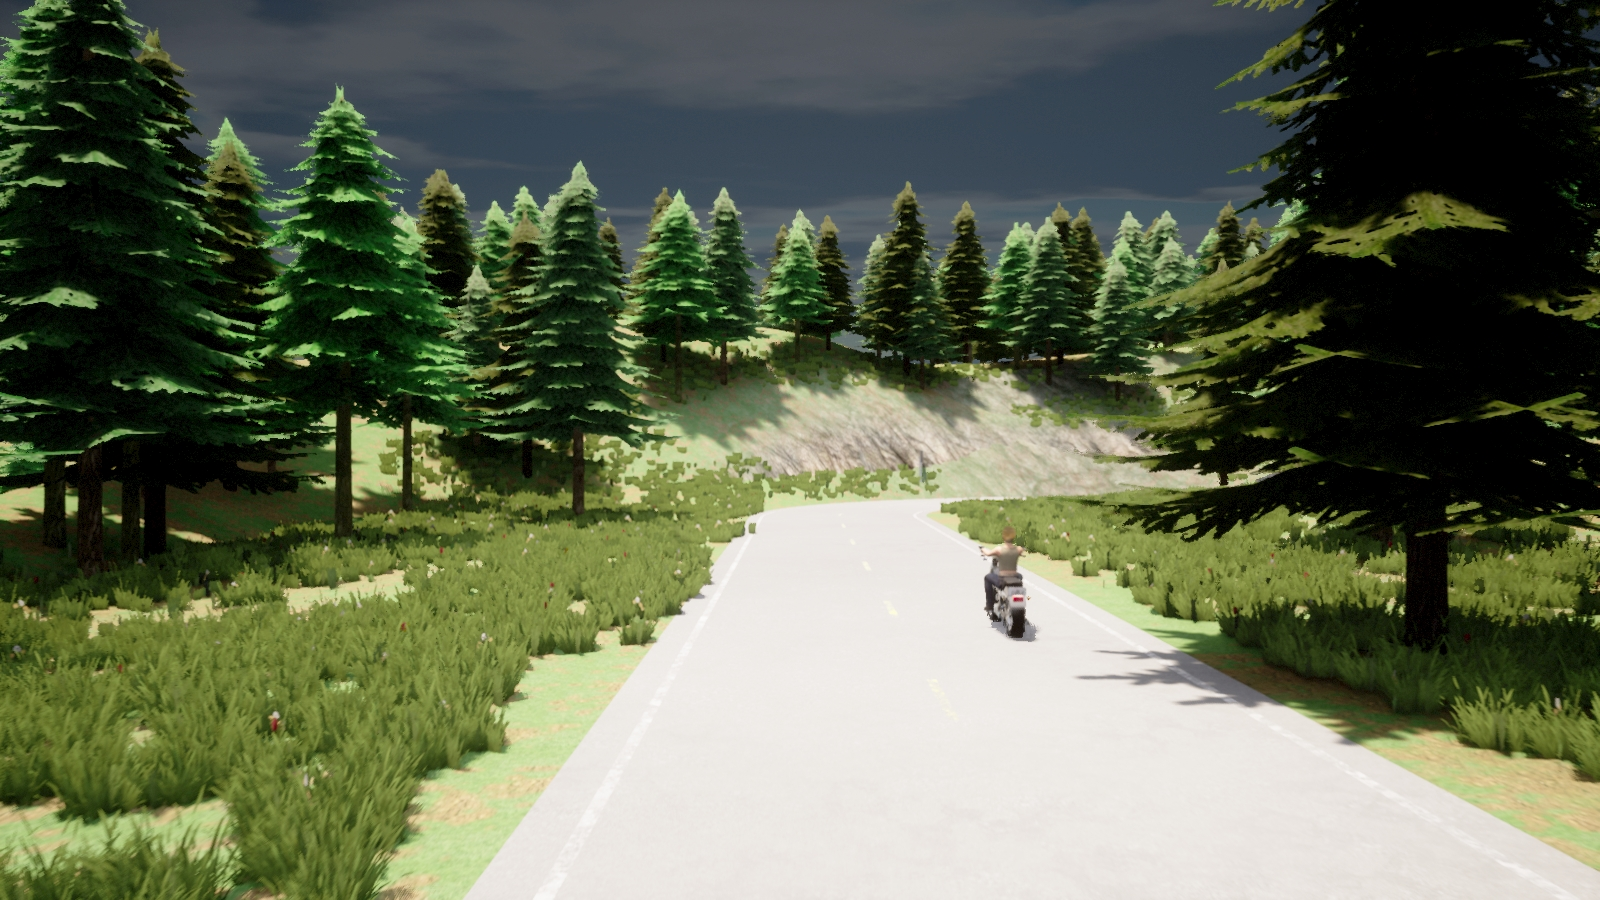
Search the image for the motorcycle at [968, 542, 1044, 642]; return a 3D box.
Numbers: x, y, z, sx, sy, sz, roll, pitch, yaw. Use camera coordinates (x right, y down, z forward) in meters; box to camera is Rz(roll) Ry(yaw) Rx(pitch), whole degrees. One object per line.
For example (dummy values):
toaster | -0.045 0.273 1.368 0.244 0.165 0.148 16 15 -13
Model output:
motorcycle | 3.191 2.166 17.873 0.764 1.277 2.356 0 0 0
